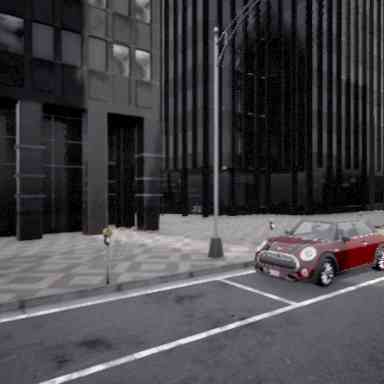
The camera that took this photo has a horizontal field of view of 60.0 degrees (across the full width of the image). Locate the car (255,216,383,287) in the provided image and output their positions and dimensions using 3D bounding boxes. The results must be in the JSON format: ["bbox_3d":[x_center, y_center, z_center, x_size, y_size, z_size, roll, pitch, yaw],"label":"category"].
[{"bbox_3d":[3.636,1.440,9.243,4.097,1.590,1.967,0,0,-35],"label":"car"}]
